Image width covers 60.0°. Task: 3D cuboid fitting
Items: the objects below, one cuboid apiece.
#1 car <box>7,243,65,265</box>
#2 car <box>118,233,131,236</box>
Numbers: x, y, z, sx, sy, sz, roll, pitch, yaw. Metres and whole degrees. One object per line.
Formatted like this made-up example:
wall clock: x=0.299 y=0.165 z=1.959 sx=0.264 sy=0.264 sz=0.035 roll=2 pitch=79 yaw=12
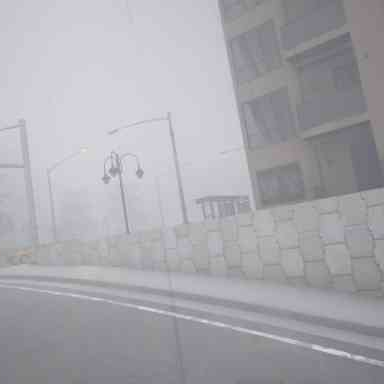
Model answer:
car: x=-13.724 y=5.358 z=29.535 sx=1.882 sy=1.535 sz=5.008 roll=-14 pitch=-8 yaw=35
car: x=-7.893 y=5.451 z=37.475 sx=1.895 sy=1.301 sz=4.718 roll=-14 pitch=-8 yaw=35
